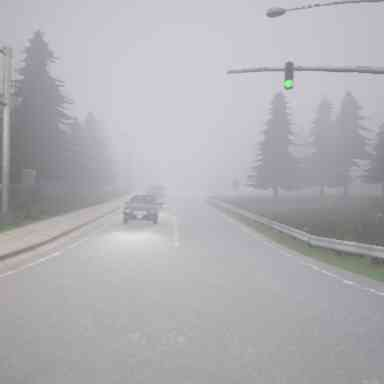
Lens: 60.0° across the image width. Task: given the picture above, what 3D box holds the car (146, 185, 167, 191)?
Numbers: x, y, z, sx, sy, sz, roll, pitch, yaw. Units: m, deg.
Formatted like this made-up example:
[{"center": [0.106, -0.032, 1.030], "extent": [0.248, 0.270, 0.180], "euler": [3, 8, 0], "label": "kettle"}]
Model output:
[{"center": [-4.276, 0.147, 39.958], "extent": [2.150, 2.045, 5.566], "euler": [2, 1, -5], "label": "car"}]

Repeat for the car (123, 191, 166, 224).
[{"center": [-2.827, 0.930, 19.460], "extent": [2.128, 1.511, 4.902], "euler": [2, 1, -4], "label": "car"}]

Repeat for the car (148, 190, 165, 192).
[{"center": [-3.474, 0.792, 29.437], "extent": [1.895, 1.301, 4.718], "euler": [2, 1, -4], "label": "car"}]
